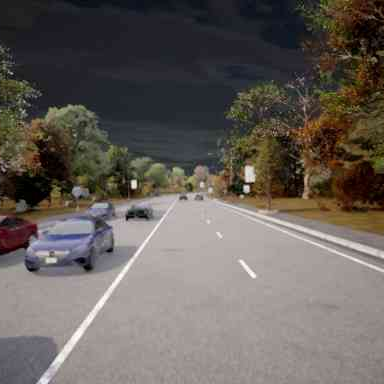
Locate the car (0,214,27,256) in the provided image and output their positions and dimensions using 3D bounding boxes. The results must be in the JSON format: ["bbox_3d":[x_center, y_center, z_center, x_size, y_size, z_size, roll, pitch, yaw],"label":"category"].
[{"bbox_3d":[-7.360,1.605,12.033,1.882,1.535,5.008,-1,0,-1],"label":"car"}]

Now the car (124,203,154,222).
[{"bbox_3d":[-4.238,1.608,27.103,1.895,1.301,4.718,-1,0,-1],"label":"car"}]

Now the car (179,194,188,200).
[{"bbox_3d":[-2.208,1.225,84.944,2.128,1.511,4.902,-1,0,-2],"label":"car"}]

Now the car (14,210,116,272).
[{"bbox_3d":[-3.838,1.576,11.248,1.812,1.442,4.674,-1,0,-2],"label":"car"}]

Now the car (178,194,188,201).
[{"bbox_3d":[-1.929,1.288,74.532,1.837,1.490,4.892,-1,0,-2],"label":"car"}]

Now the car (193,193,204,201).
[{"bbox_3d":[1.569,1.234,74.625,2.128,1.511,4.902,-1,0,-2],"label":"car"}]

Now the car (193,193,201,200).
[{"bbox_3d":[1.288,1.087,85.032,1.882,1.535,5.008,-1,0,-2],"label":"car"}]

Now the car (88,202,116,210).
[{"bbox_3d":[-7.772,1.607,28.726,1.812,1.442,4.674,-1,0,-1],"label":"car"}]
